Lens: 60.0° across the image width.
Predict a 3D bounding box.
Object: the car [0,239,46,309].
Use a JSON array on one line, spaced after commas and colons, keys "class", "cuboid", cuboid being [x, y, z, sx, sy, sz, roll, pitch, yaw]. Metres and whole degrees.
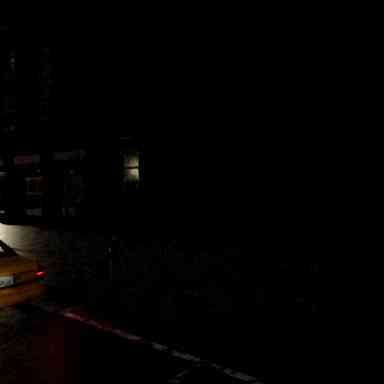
[{"class": "car", "cuboid": [-5.195, 1.456, 6.949, 5.366, 1.575, 1.801, 0, 0, 35]}]
